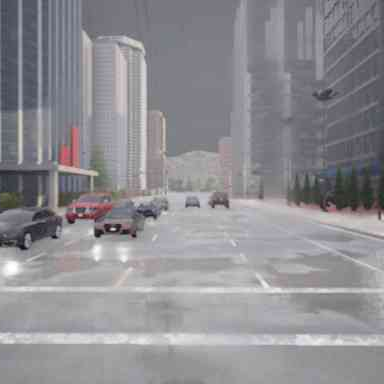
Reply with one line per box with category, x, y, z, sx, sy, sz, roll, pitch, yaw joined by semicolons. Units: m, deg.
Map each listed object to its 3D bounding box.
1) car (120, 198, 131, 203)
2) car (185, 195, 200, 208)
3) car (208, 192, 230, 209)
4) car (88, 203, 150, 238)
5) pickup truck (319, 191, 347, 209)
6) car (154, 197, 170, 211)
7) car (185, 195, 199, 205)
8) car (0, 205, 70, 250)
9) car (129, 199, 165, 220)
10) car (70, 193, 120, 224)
car;-7.091;1.384;34.656;2.033;1.411;5.357;0;0;0
car;0.086;1.357;43.975;1.994;1.385;4.181;0;0;-1
car;3.578;1.020;42.840;2.150;2.045;5.566;0;0;0
car;-3.590;1.483;17.095;1.994;1.385;4.181;0;0;0
pickup truck;16.602;0.876;38.948;2.390;2.098;6.274;0;0;30
car;-3.584;1.315;37.518;2.128;1.511;4.902;0;0;0
car;-0.026;1.238;53.865;2.128;1.511;4.902;0;0;0
car;-7.096;1.438;14.059;1.837;1.490;4.892;0;0;0
car;-3.587;1.473;27.101;1.895;1.301;4.718;0;0;0
car;-7.091;1.108;23.994;2.150;2.045;5.566;0;0;1
